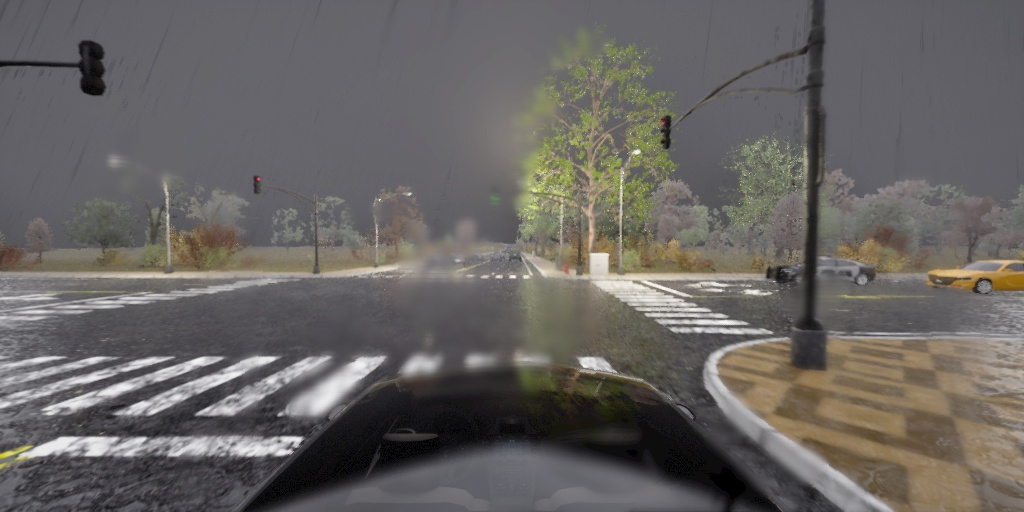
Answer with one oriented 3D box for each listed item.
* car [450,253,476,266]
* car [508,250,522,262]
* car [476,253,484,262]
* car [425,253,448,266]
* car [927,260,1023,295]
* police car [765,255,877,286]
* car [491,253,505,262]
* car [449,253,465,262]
[{"bbox_3d":[-6.303,0.502,45.671,2.128,1.511,4.902,0,1,1],"label":"car"},{"bbox_3d":[0.562,-0.079,63.440,2.150,2.045,5.566,0,1,1],"label":"car"},{"bbox_3d":[-5.943,0.250,63.173,2.033,1.411,5.357,0,1,1],"label":"car"},{"bbox_3d":[-9.557,0.364,45.459,2.097,1.767,4.553,0,1,1],"label":"car"},{"bbox_3d":[22.543,0.930,16.680,5.008,1.535,1.882,0,2,3],"label":"car"},{"bbox_3d":[17.187,0.780,20.085,5.238,1.638,1.930,0,2,3],"label":"police car"},{"bbox_3d":[-2.688,0.190,63.470,2.128,1.511,4.902,0,1,1],"label":"car"},{"bbox_3d":[-9.265,0.249,60.749,1.837,1.490,4.892,0,1,1],"label":"car"}]
